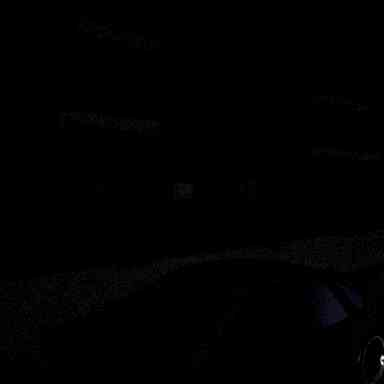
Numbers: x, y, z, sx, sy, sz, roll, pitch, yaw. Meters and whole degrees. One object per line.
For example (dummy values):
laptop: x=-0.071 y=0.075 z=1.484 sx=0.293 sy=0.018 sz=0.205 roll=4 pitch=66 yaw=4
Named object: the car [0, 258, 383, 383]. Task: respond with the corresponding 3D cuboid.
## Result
car: x=0.471 y=1.548 z=3.713 sx=5.357 sy=1.411 sz=2.033 roll=0 pitch=0 yaw=-36
